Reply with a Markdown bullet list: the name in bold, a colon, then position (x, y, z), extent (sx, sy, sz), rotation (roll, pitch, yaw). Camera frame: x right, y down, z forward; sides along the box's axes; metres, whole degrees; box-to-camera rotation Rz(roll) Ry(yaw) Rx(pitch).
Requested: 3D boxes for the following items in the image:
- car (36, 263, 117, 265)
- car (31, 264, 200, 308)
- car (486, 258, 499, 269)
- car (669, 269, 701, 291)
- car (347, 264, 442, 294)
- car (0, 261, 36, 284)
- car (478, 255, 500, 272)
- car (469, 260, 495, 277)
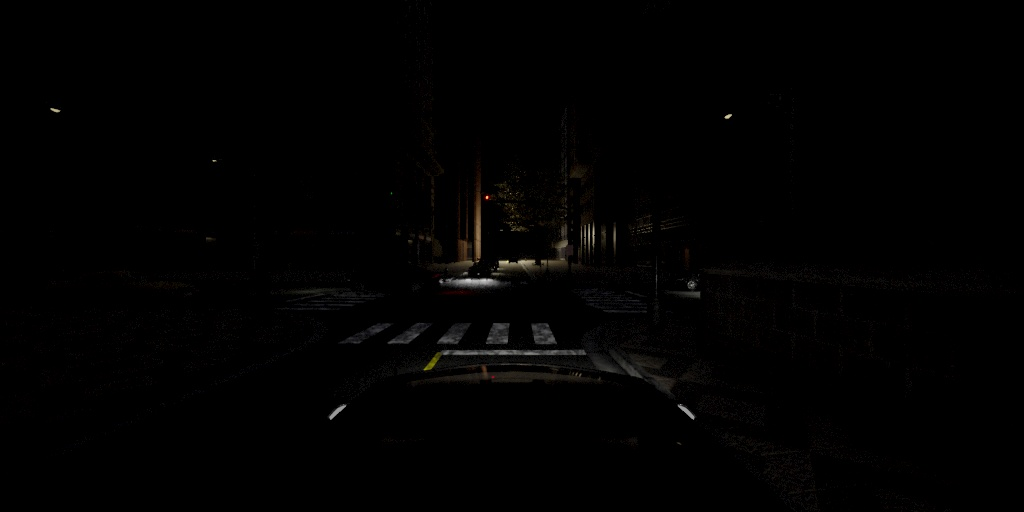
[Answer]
- **car**: position (-26.239, 1.072, 22.461), extent (4.313, 1.339, 1.948), rotation (0, 0, 1)
- **car**: position (-14.899, 1.151, 13.828), extent (4.829, 1.417, 1.751), rotation (0, 0, 1)
- **car**: position (-2.902, 1.077, 54.372), extent (1.812, 1.442, 4.674), rotation (0, 0, 0)
- **car**: position (11.994, 1.388, 22.101), extent (4.403, 1.370, 2.007), rotation (0, 0, 1)
- **car**: position (-6.384, 1.199, 19.609), extent (5.008, 1.535, 1.882), rotation (1, 0, 1)
- **car**: position (-31.856, 0.981, 22.513), extent (4.507, 1.381, 1.888), rotation (0, 0, 1)
- **car**: position (-2.953, 0.846, 44.209), extent (2.150, 2.045, 5.566), rotation (0, 0, -1)
- **car**: position (-2.986, 1.286, 34.396), extent (1.895, 1.301, 4.718), rotation (0, 0, 0)
